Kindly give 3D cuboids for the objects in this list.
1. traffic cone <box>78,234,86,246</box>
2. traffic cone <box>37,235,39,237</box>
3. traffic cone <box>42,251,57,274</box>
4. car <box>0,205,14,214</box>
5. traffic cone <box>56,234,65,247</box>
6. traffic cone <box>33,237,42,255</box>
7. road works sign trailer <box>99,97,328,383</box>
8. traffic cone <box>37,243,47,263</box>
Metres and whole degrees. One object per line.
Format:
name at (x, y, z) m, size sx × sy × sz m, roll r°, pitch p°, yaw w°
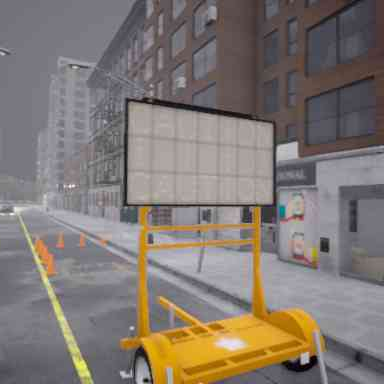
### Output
traffic cone at (-5.456, 2.363, 16.496) m, size 0.340 × 0.580 × 0.340 m, roll 1°, pitch -2°, yaw -28°
traffic cone at (-7.215, 2.321, 15.546) m, size 0.340 × 0.580 × 0.340 m, roll 1°, pitch -2°, yaw -28°
traffic cone at (-4.362, 2.204, 10.269) m, size 0.340 × 0.580 × 0.340 m, roll 1°, pitch -2°, yaw -28°
car at (-29.213, 2.694, 52.623) m, size 2.033 × 1.411 × 5.357 m, roll 1°, pitch -2°, yaw -28°
traffic cone at (-6.336, 2.342, 16.021) m, size 0.340 × 0.580 × 0.340 m, roll 1°, pitch -2°, yaw -28°
traffic cone at (-6.264, 2.283, 13.787) m, size 0.340 × 0.580 × 0.340 m, roll 1°, pitch -2°, yaw -28°
road works sign trailer at (0.102, 0.603, 4.759) m, size 2.380 × 3.560 × 2.880 m, roll 1°, pitch -2°, yaw -28°
traffic cone at (-5.313, 2.244, 12.028) m, size 0.340 × 0.580 × 0.340 m, roll 1°, pitch -2°, yaw -28°
